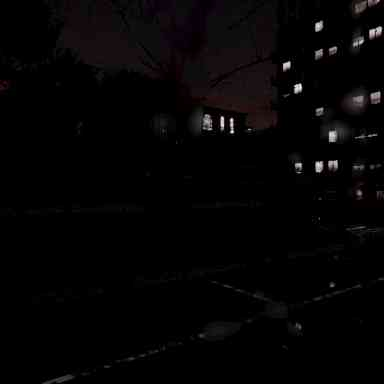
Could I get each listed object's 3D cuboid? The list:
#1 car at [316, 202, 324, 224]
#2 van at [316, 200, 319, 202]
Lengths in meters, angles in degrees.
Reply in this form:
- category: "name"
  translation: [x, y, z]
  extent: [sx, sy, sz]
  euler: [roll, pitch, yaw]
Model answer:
- category: "car"
  translation: [7.959, 1.770, 26.317]
  extent: [1.837, 1.490, 4.892]
  euler: [0, -1, -35]
- category: "van"
  translation: [10.514, 1.646, 32.599]
  extent: [1.690, 1.788, 3.998]
  euler: [-1, 0, -36]
